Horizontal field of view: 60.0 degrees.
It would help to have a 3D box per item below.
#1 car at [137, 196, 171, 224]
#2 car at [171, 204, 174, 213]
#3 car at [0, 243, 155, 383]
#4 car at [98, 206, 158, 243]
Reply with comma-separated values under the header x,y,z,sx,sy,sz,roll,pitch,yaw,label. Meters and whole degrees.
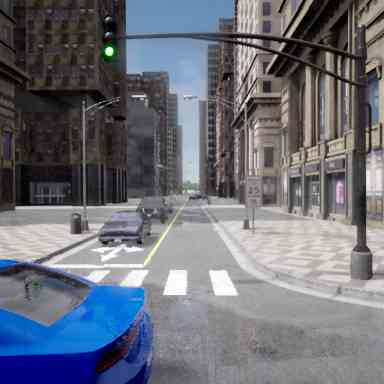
x,y,z,sx,sy,sz,roll,pitch,yaw,label
-3.117,1.357,26.765,2.150,2.045,5.566,0,0,-1,car
-3.105,1.696,37.096,1.812,1.442,4.674,0,0,0,car
-2.900,1.457,3.300,5.008,1.535,1.882,0,1,0,car
-3.115,1.648,16.546,2.033,1.411,5.357,0,0,0,car
